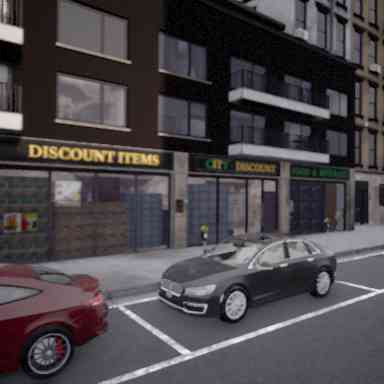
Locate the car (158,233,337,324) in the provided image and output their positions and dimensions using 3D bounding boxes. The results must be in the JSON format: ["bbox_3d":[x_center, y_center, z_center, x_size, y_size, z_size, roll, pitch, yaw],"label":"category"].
[{"bbox_3d":[1.377,1.606,7.171,4.403,1.369,2.008,1,0,-36],"label":"car"}]

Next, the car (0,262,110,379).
[{"bbox_3d":[-3.109,1.579,3.970,4.206,1.307,1.802,1,0,-36],"label":"car"}]
